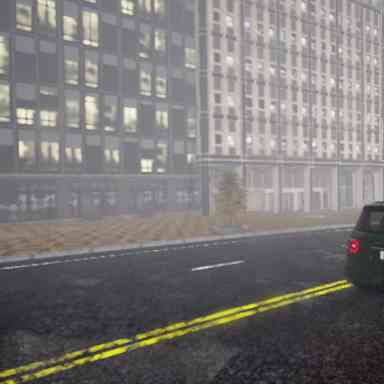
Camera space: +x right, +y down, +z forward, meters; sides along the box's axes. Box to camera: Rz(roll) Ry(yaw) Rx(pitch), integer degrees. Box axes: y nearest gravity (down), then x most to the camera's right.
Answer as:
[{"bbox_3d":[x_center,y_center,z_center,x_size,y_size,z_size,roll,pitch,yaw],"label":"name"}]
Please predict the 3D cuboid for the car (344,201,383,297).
[{"bbox_3d":[5.620,1.190,7.163,5.566,2.045,2.150,0,0,-33],"label":"car"}]
